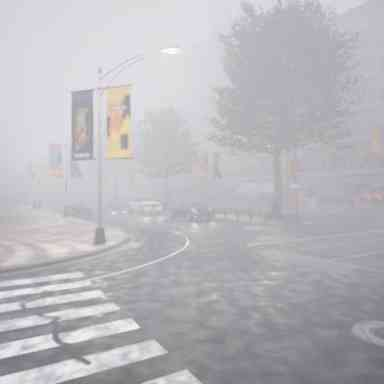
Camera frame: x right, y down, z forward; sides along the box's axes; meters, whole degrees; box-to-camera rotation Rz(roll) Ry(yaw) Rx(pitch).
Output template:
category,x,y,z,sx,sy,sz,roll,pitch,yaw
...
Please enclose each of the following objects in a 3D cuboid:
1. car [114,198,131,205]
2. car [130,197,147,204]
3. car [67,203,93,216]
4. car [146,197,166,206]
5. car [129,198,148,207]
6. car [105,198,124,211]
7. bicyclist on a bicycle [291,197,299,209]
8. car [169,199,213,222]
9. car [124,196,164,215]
category,x,y,z,sx,sy,sz,roll,pitch,yaw
car,-14.227,1.861,67.886,1.895,1.301,4.718,0,0,-31
car,-11.204,1.768,69.649,1.994,1.385,4.181,0,0,-31
car,-11.972,1.802,35.223,1.895,1.301,4.718,0,0,-31
car,-6.731,1.813,62.124,1.882,1.535,5.008,0,0,-31
car,-9.740,1.857,60.336,1.812,1.442,4.674,0,0,-31
car,-10.685,1.786,46.099,1.812,1.442,4.674,0,0,-31
bicyclist on a bicycle,13.471,1.500,43.562,1.656,1.620,0.582,0,0,-31
car,-0.113,1.500,28.283,2.097,1.767,4.553,0,0,-31
car,-5.309,1.426,37.033,2.150,2.045,5.566,0,-1,-31
